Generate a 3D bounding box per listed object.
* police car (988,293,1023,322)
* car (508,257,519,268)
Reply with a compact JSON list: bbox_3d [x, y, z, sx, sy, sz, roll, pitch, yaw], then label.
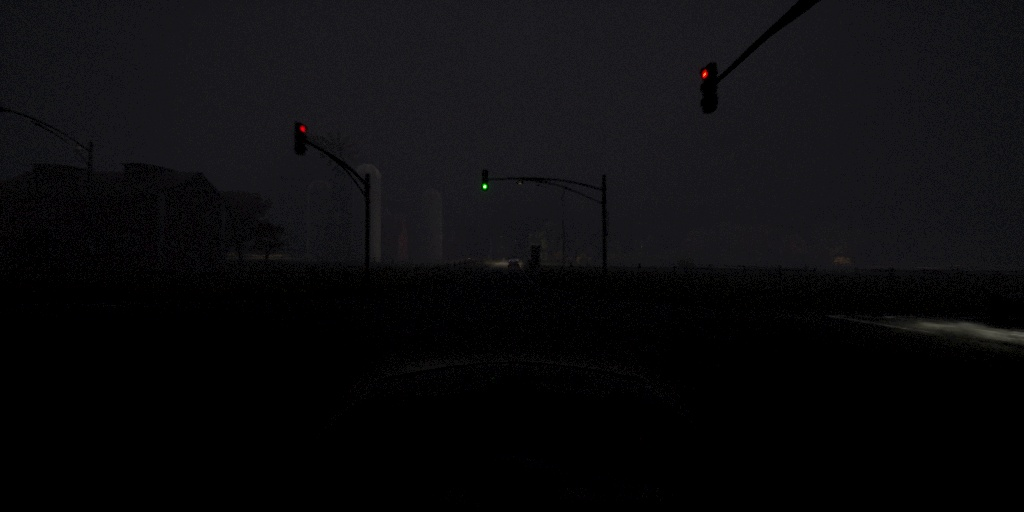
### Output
[{"bbox_3d":[18.717,1.482,11.690,5.238,1.638,1.930,1,-1,0],"label":"police car"},{"bbox_3d":[0.258,1.343,60.634,1.994,1.385,4.181,0,0,0],"label":"car"}]
